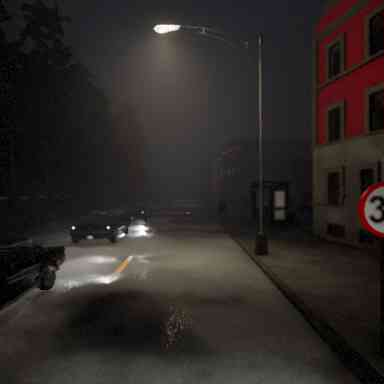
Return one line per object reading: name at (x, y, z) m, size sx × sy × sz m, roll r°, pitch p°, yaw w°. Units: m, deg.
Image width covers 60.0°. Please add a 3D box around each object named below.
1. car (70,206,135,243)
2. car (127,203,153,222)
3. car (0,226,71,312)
car at (-4.195, 1.551, 15.893) m, size 1.895 × 1.301 × 4.718 m, roll 0°, pitch 0°, yaw 0°
car at (-4.238, 1.516, 25.874) m, size 1.895 × 1.301 × 4.718 m, roll 0°, pitch 0°, yaw 0°
car at (-4.135, 1.584, 6.265) m, size 1.895 × 1.301 × 4.718 m, roll 0°, pitch 0°, yaw 0°
